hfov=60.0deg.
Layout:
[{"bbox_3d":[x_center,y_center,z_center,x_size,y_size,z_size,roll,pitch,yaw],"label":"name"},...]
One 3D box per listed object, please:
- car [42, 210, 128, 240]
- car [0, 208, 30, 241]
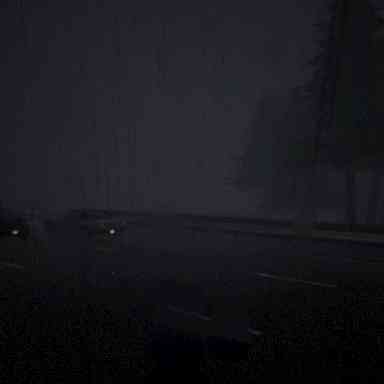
[{"bbox_3d":[-5.463,1.526,16.653,4.718,1.301,1.895,0,0,36],"label":"car"},{"bbox_3d":[-9.087,1.434,14.967,4.674,1.442,1.812,0,0,36],"label":"car"}]
